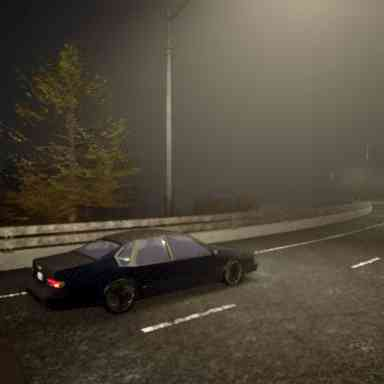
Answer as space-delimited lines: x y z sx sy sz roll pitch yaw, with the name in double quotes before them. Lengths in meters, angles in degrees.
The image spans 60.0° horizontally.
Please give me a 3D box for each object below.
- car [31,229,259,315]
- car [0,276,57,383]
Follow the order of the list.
"car" -0.827 1.590 7.687 5.357 1.411 2.033 0 0 -39
"car" -3.522 1.573 1.330 5.357 1.411 2.033 0 0 -35
